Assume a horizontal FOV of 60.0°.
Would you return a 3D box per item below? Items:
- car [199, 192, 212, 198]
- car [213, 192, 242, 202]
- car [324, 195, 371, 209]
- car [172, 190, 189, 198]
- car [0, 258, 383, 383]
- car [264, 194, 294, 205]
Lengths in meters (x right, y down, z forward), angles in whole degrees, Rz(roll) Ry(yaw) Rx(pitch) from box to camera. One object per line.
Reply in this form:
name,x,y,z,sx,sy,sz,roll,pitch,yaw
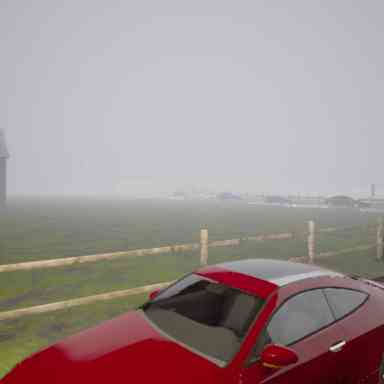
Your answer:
car,3.422,0.715,64.456,1.895,1.301,4.718,0,1,-36
car,6.103,0.752,54.349,1.882,1.535,5.008,0,1,-35
car,17.711,1.112,38.062,1.882,1.535,5.008,0,1,-35
car,-2.497,0.439,72.587,1.837,1.490,4.892,0,1,-36
car,0.557,1.526,3.467,4.674,1.442,1.812,0,0,-36
car,11.996,1.020,46.096,1.994,1.385,4.181,0,1,-34
